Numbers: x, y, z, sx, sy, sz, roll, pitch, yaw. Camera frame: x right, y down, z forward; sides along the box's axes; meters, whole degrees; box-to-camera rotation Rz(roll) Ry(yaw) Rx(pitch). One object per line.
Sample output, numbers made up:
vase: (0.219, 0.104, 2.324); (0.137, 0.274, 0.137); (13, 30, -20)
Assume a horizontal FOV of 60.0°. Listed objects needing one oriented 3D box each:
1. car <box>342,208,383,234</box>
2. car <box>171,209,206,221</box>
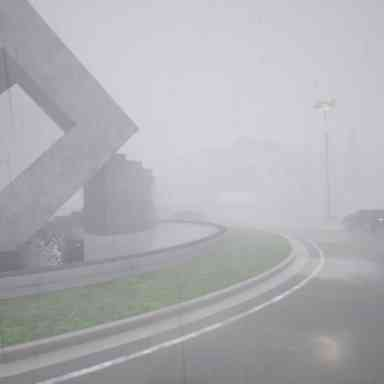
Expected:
car: (11.498, 1.824, 21.439); (1.837, 1.490, 4.892); (0, -2, -2)
car: (-0.406, 2.723, 39.843); (4.181, 1.385, 1.994); (-2, -2, 30)
